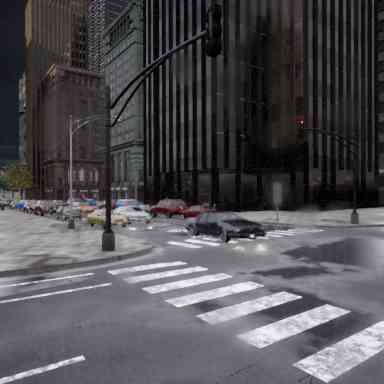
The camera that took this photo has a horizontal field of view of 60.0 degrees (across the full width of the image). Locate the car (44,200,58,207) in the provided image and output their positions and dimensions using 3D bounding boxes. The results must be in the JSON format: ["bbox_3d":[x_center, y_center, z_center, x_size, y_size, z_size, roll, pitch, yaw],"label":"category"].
[{"bbox_3d":[-31.714,2.595,74.936,1.947,1.339,4.313,-1,0,-35],"label":"car"}]

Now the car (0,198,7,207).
[{"bbox_3d":[-41.273,2.666,73.672,1.887,1.381,4.507,-1,0,-35],"label":"car"}]

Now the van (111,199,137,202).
[{"bbox_3d":[-8.240,1.833,41.899,1.690,1.788,3.998,-1,0,-35],"label":"van"}]

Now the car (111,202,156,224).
[{"bbox_3d":[-5.056,1.856,27.275,1.812,1.442,4.674,0,0,-35],"label":"car"}]

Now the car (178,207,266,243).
[{"bbox_3d":[1.493,1.691,17.334,2.033,1.411,5.357,-1,-1,-28],"label":"car"}]

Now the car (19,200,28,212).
[{"bbox_3d":[-23.347,2.157,48.420,1.967,1.590,4.097,-1,0,-35],"label":"car"}]

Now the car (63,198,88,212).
[{"bbox_3d":[-17.896,1.898,50.885,2.150,2.045,5.566,0,-1,-35],"label":"car"}]

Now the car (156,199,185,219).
[{"bbox_3d":[-2.360,1.669,33.597,2.192,1.841,5.009,-1,0,-35],"label":"car"}]

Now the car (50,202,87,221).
[{"bbox_3d":[-12.030,2.004,32.485,2.008,1.369,4.403,-1,0,-35],"label":"car"}]

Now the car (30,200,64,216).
[{"bbox_3d":[-17.693,1.901,40.453,2.192,1.841,5.009,-1,0,-35],"label":"car"}]

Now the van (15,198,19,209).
[{"bbox_3d":[-26.177,2.123,52.404,1.690,1.788,3.998,-1,0,-35],"label":"van"}]

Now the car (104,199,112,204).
[{"bbox_3d":[-11.180,1.876,46.051,2.192,1.841,5.009,-1,0,-35],"label":"car"}]

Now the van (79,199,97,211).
[{"bbox_3d":[-17.060,2.038,54.353,1.690,1.788,3.998,-1,0,-35],"label":"van"}]

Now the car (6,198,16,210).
[{"bbox_3d":[-31.935,2.354,60.517,1.967,1.590,4.097,-1,0,-35],"label":"car"}]

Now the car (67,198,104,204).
[{"bbox_3d":[-11.941,1.843,36.983,2.097,1.767,4.553,0,-1,-35],"label":"car"}]

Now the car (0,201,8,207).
[{"bbox_3d":[-44.385,2.771,78.056,1.802,1.307,4.206,-1,0,-35],"label":"car"}]

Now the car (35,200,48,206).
[{"bbox_3d":[-37.738,2.710,83.420,2.008,1.369,4.403,-1,0,-35],"label":"car"}]

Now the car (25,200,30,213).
[{"bbox_3d":[-20.516,2.196,44.437,1.887,1.381,4.507,-1,0,-35],"label":"car"}]

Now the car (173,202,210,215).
[{"bbox_3d":[0.586,1.829,29.445,1.887,1.381,4.507,-1,0,-35],"label":"car"}]

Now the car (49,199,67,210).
[{"bbox_3d":[-24.054,2.171,59.569,2.097,1.767,4.553,0,-1,-35],"label":"car"}]

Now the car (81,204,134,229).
[{"bbox_3d":[-6.276,1.843,24.379,1.752,1.417,4.829,-1,0,-35],"label":"car"}]

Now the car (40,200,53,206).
[{"bbox_3d":[-34.726,2.661,79.178,1.947,1.339,4.313,-1,0,-35],"label":"car"}]
